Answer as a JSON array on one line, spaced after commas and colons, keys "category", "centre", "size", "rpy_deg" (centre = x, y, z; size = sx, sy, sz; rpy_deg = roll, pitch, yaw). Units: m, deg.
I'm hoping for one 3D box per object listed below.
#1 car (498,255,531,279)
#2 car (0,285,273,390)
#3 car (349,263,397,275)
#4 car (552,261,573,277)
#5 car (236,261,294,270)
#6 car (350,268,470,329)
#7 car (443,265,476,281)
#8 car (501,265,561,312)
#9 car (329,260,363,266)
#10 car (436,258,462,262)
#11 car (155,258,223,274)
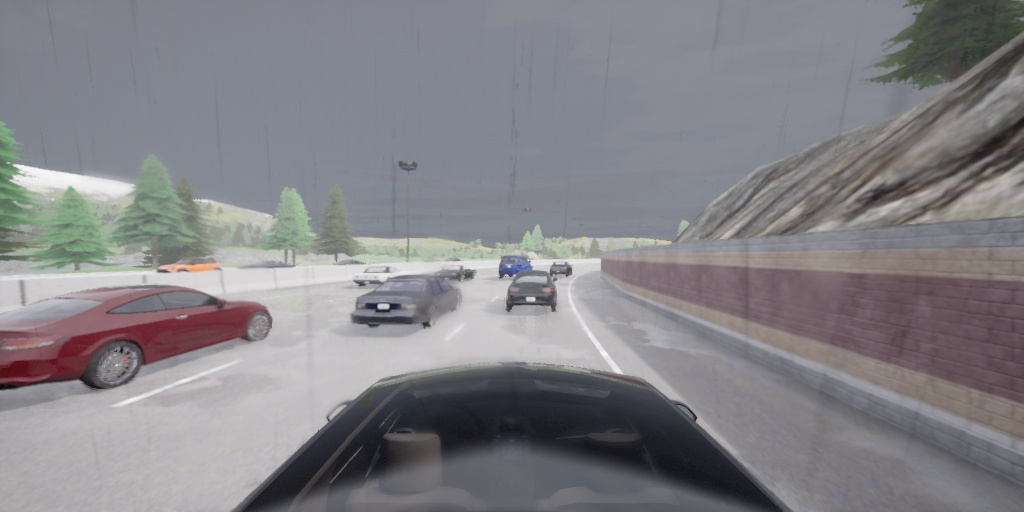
[{"category": "car", "centre": [0.366, 0.975, 32.230], "size": [2.150, 2.045, 5.566], "rpy_deg": [0, 0, 13]}, {"category": "car", "centre": [-6.713, 1.254, 6.661], "size": [1.812, 1.442, 4.674], "rpy_deg": [0, 0, 2]}, {"category": "car", "centre": [-8.445, 1.325, 23.912], "size": [1.895, 1.301, 4.718], "rpy_deg": [0, 0, 9]}, {"category": "car", "centre": [4.957, 1.261, 35.918], "size": [2.128, 1.511, 4.902], "rpy_deg": [0, 0, 15]}, {"category": "car", "centre": [-24.205, 1.221, 35.491], "size": [2.033, 1.411, 5.357], "rpy_deg": [0, 0, 13]}, {"category": "car", "centre": [-2.966, 1.289, 11.304], "size": [2.033, 1.411, 5.357], "rpy_deg": [0, 0, 5]}, {"category": "car", "centre": [-4.220, 1.339, 27.616], "size": [1.895, 1.301, 4.718], "rpy_deg": [0, 0, 11]}, {"category": "car", "centre": [0.839, 1.280, 14.251], "size": [1.812, 1.442, 4.674], "rpy_deg": [0, 0, 5]}, {"category": "car", "centre": [-19.071, 1.196, 41.559], "size": [1.837, 1.490, 4.892], "rpy_deg": [0, 0, 16]}, {"category": "car", "centre": [-9.856, 1.074, 58.342], "size": [2.097, 1.767, 4.553], "rpy_deg": [0, 0, 18]}, {"category": "car", "centre": [-28.507, 1.011, 31.773], "size": [2.097, 1.767, 4.553], "rpy_deg": [0, 0, 11]}]
